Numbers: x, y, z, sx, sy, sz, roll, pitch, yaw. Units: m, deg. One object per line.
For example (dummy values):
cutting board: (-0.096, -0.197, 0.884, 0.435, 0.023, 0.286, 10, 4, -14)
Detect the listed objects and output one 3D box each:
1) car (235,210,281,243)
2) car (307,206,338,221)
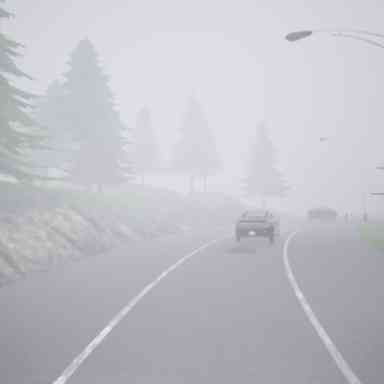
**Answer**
car: (3.532, 1.717, 17.472, 2.128, 1.511, 4.902, -2, -2, 19)
car: (13.769, 2.239, 34.951, 1.882, 1.535, 5.008, -4, -4, 40)
